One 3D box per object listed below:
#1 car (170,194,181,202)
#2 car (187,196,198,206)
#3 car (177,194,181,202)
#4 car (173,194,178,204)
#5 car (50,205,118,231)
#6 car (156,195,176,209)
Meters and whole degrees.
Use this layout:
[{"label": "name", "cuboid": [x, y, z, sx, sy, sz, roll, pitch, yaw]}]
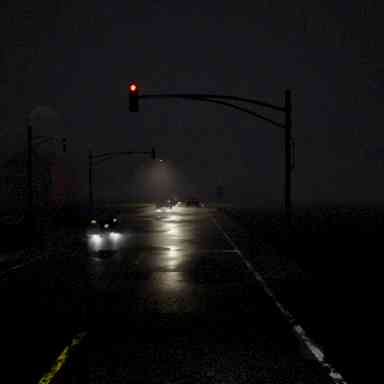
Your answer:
[{"label": "car", "cuboid": [-3.509, 1.265, 72.481, 2.097, 1.767, 4.553, 0, 0, 0]}, {"label": "car", "cuboid": [0.085, 1.458, 54.403, 1.837, 1.490, 4.892, 0, 1, 0]}, {"label": "car", "cuboid": [-3.569, 1.416, 62.505, 1.882, 1.535, 5.008, 0, 0, 1]}, {"label": "car", "cuboid": [-3.587, 1.479, 53.153, 1.812, 1.442, 4.674, 0, 0, 0]}, {"label": "car", "cuboid": [-6.850, 1.522, 20.698, 5.357, 1.411, 2.033, 1, 1, 41]}, {"label": "car", "cuboid": [-3.596, 1.530, 44.493, 1.994, 1.385, 4.181, 0, 0, 0]}]
